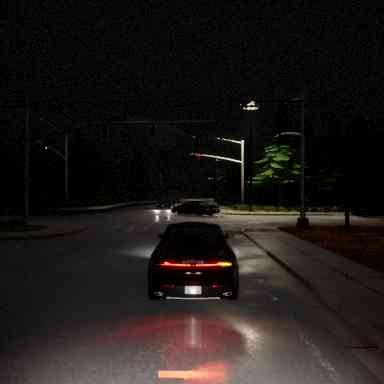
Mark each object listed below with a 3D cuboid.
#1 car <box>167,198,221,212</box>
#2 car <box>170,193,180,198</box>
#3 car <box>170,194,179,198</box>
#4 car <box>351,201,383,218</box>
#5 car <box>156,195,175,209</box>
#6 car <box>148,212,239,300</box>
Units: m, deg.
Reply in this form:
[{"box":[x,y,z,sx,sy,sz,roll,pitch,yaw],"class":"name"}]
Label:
[{"box":[0.337,1.561,31.895,2.033,1.411,5.357,0,0,-42],"class":"car"},{"box":[-3.507,1.221,65.395,2.150,2.045,5.566,0,0,1],"class":"car"},{"box":[-3.642,1.547,54.764,2.033,1.411,5.357,0,0,0],"class":"car"},{"box":[16.809,1.504,29.490,5.008,1.535,1.882,0,0,1],"class":"car"},{"box":[-3.647,1.505,44.317,1.837,1.490,4.892,0,0,0],"class":"car"},{"box":[0.039,1.501,8.375,1.837,1.490,4.892,0,0,0],"class":"car"}]
